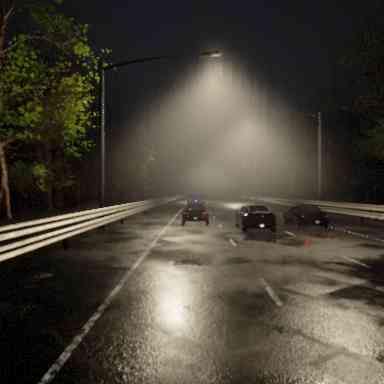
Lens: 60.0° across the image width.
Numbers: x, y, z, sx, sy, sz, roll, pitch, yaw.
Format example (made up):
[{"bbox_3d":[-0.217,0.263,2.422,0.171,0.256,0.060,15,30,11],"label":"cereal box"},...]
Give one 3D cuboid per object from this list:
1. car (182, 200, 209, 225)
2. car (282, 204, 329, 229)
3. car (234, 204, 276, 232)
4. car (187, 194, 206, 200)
[{"bbox_3d":[0.251,1.522,24.028,1.812,1.442,4.674,0,0,1],"label":"car"},{"bbox_3d":[7.212,1.524,21.367,1.812,1.442,4.674,0,0,0],"label":"car"},{"bbox_3d":[3.709,1.503,19.923,1.837,1.490,4.892,0,0,1],"label":"car"},{"bbox_3d":[0.540,1.213,42.105,2.150,2.045,5.566,0,0,1],"label":"car"}]
